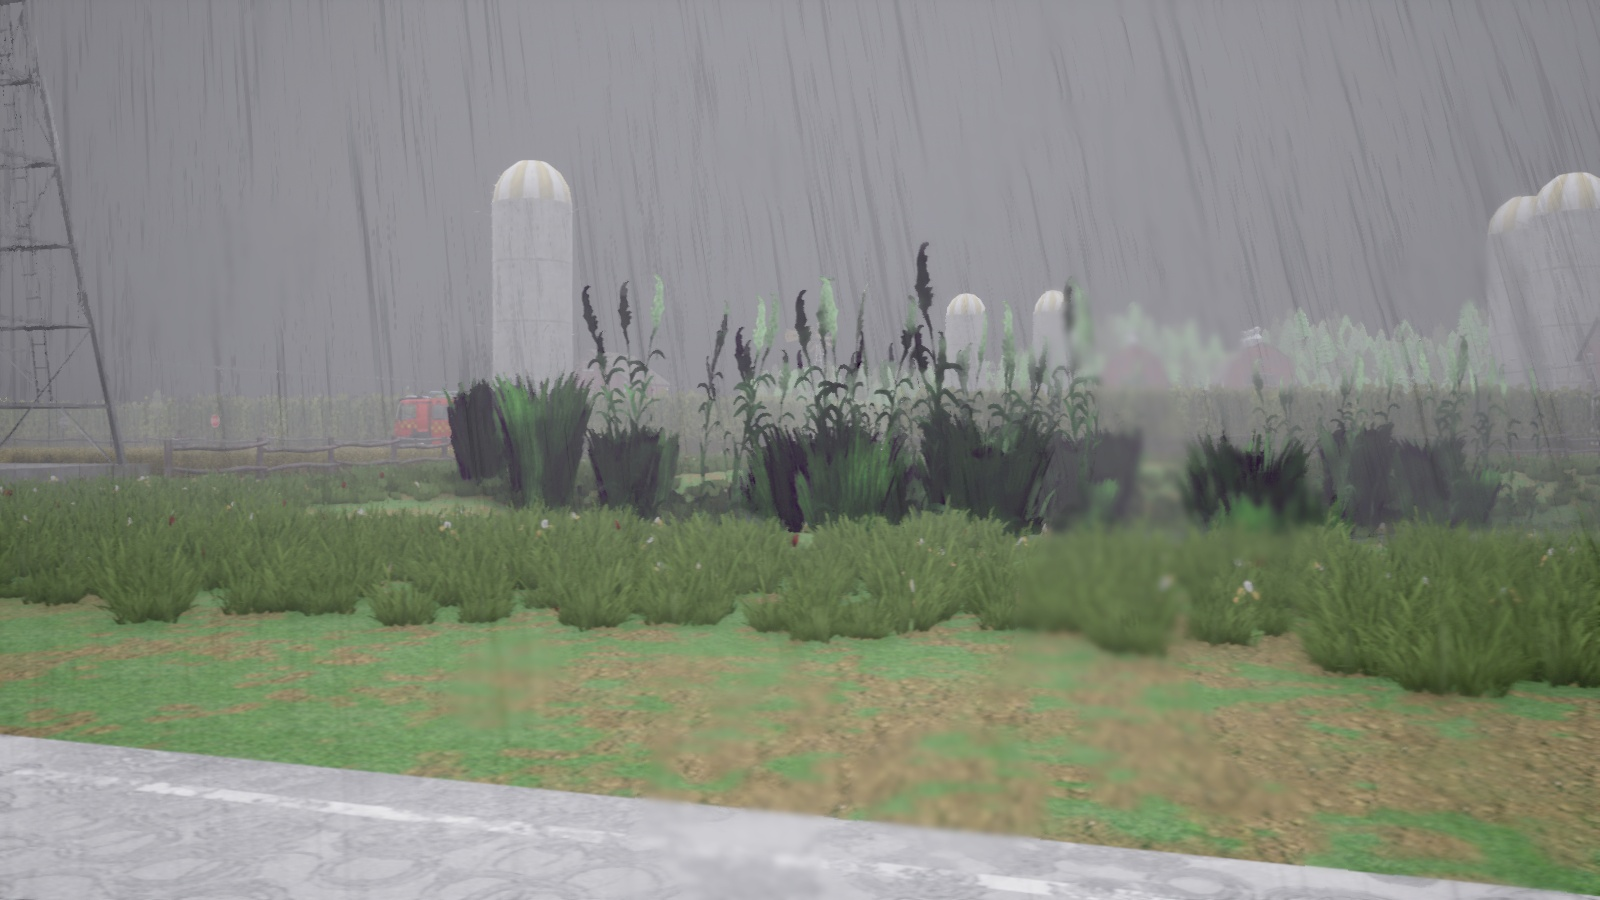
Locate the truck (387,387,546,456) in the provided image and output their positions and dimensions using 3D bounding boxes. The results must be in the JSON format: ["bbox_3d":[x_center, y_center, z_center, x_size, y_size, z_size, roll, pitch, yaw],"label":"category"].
[{"bbox_3d":[-19.209,-1.642,72.363,8.468,3.827,2.891,1,1,13],"label":"truck"}]
